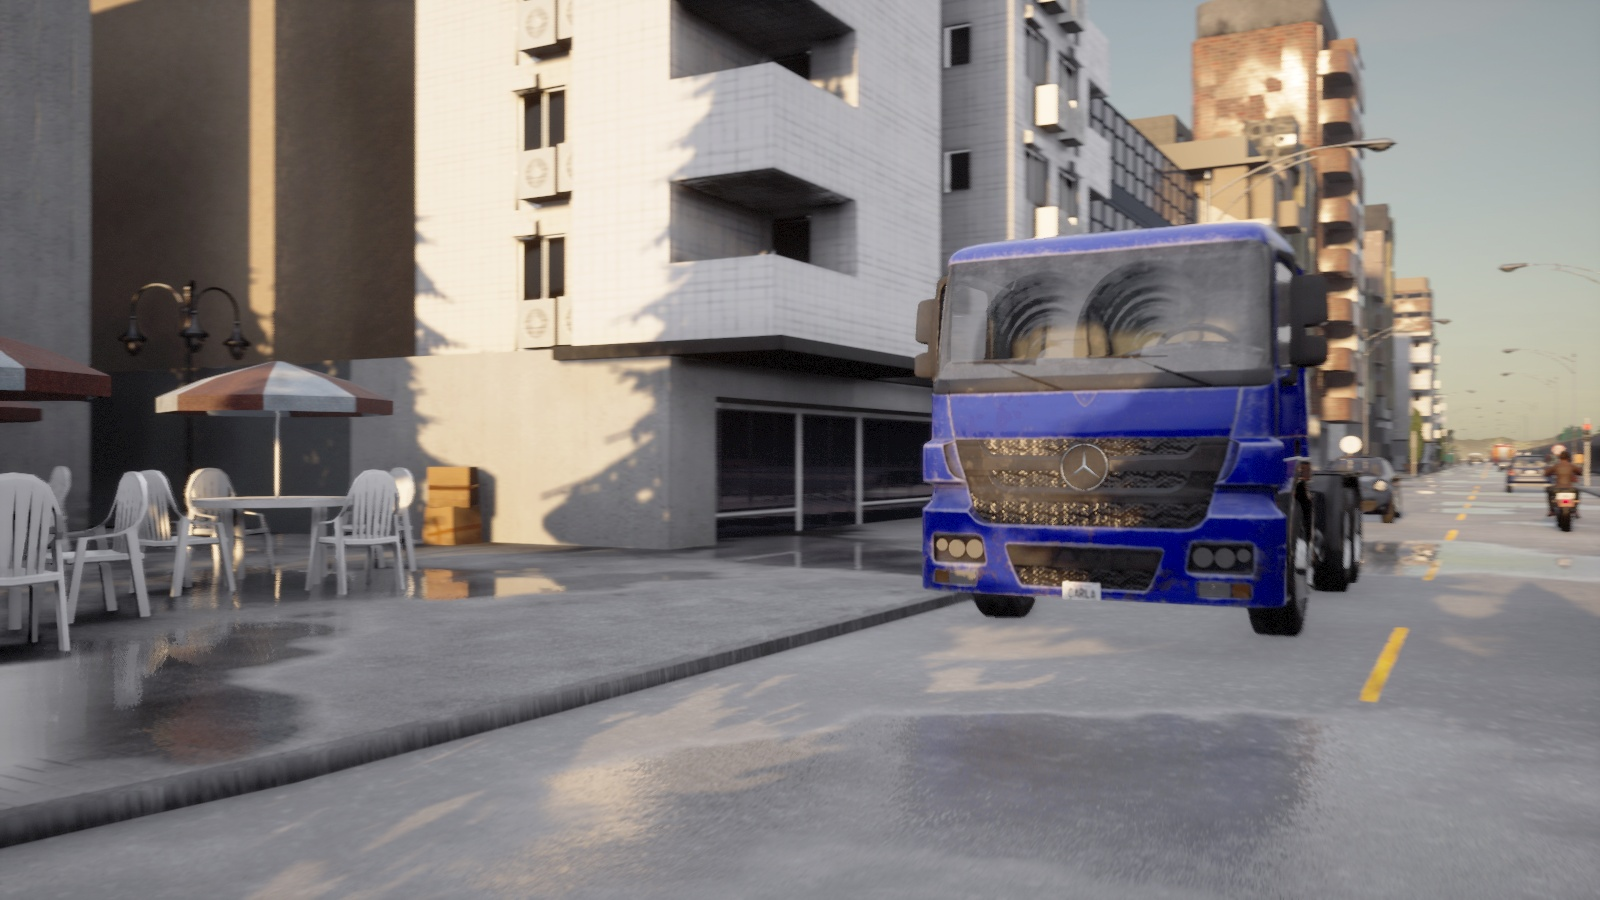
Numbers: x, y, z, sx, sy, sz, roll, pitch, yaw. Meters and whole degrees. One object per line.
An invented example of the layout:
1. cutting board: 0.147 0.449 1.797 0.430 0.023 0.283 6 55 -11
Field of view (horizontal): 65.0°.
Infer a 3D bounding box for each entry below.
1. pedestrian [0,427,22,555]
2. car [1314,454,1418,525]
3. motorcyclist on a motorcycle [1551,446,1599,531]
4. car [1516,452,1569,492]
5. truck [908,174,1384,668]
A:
1. pedestrian: -12.235 0.620 19.018 0.692 1.930 0.395 0 0 -16
2. car: 13.061 0.853 28.883 1.845 1.501 3.633 0 0 29
3. motorcyclist on a motorcycle: 15.841 0.762 25.667 0.766 1.649 2.350 0 0 29
4. car: 30.289 0.864 51.319 1.789 1.549 3.705 0 0 29
5. truck: 4.089 -0.188 12.969 2.891 3.462 7.936 0 0 29
